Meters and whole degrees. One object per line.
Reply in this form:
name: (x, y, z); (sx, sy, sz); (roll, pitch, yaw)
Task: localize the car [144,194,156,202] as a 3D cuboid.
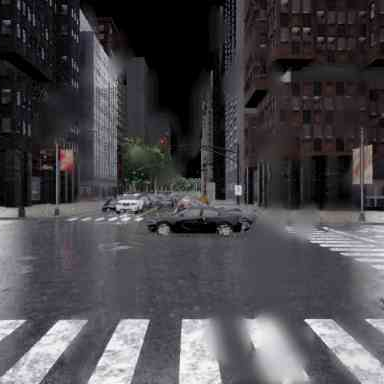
car: (-9.595, 1.417, 76.909); (2.192, 1.841, 5.009); (0, 0, -1)

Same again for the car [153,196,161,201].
car: (-9.745, 1.696, 93.185); (1.887, 1.381, 4.507); (0, 0, -1)

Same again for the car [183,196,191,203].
car: (-1.020, 1.612, 71.723); (1.752, 1.417, 4.829); (0, 0, -1)

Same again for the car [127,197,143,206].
car: (-9.391, 1.570, 55.035); (1.752, 1.417, 4.829); (0, 0, -1)

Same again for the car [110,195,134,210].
car: (-9.292, 1.335, 44.354); (2.192, 1.841, 5.009); (0, 0, -1)

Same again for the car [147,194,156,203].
car: (-6.634, 1.375, 45.591); (2.097, 1.767, 4.553); (0, 0, 0)

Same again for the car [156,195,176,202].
car: (-3.456, 1.516, 46.727); (2.128, 1.511, 4.902); (0, 0, 0)

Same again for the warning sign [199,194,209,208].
warning sign: (1.560, 1.132, 42.696); (1.300, 1.860, 1.060); (0, 0, -1)

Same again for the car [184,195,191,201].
car: (-1.171, 1.574, 87.827); (1.967, 1.590, 4.097); (0, 0, -1)

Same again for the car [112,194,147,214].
car: (-6.545, 1.223, 35.566); (2.150, 2.045, 5.566); (0, 0, -1)

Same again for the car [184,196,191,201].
car: (-1.222, 1.696, 93.252); (1.887, 1.381, 4.507); (0, 0, -1)

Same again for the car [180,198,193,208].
car: (-0.817, 1.614, 49.853); (1.802, 1.307, 4.206); (0, 0, -1)

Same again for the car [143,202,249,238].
car: (0.195, 1.505, 17.628); (5.008, 1.535, 1.882); (1, 0, 0)

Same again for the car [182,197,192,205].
car: (-0.918, 1.603, 60.703); (1.887, 1.381, 4.507); (0, 0, -1)

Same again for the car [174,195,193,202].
car: (-0.717, 1.448, 39.004); (1.967, 1.590, 4.097); (0, 0, -1)

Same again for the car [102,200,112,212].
car: (-9.241, 1.574, 38.928); (1.947, 1.339, 4.313); (0, 0, -1)

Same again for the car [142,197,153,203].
car: (-9.544, 1.669, 71.482); (1.802, 1.307, 4.206); (0, 0, -1)

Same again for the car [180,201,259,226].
car: (1.741, 1.538, 20.890); (4.902, 1.511, 2.128); (1, 0, 0)

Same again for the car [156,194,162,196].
car: (-6.717, 1.399, 55.792); (2.097, 1.767, 4.553); (0, 0, 0)
